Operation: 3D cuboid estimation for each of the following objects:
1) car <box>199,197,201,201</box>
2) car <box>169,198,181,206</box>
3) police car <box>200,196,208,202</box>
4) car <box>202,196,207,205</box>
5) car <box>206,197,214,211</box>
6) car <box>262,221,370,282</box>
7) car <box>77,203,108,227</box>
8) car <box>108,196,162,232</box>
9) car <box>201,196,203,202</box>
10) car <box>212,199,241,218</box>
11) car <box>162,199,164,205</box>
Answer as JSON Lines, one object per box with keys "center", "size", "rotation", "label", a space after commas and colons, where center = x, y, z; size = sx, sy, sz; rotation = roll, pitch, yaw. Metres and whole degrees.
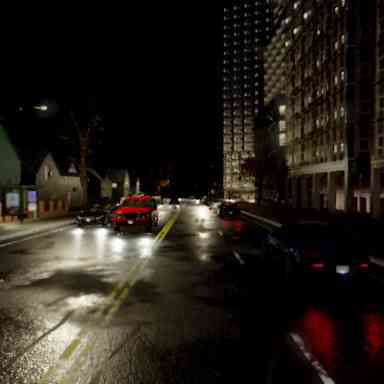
{"center": [3.248, 1.806, 77.687], "size": [1.801, 1.575, 5.366], "rotation": [0, 0, 0], "label": "car"}
{"center": [-3.268, 1.788, 62.353], "size": [1.812, 1.442, 4.674], "rotation": [0, 0, 0], "label": "car"}
{"center": [3.247, 1.840, 88.611], "size": [1.930, 1.638, 5.238], "rotation": [0, 0, 0], "label": "police car"}
{"center": [3.249, 1.777, 55.489], "size": [2.033, 1.411, 5.357], "rotation": [0, 0, 0], "label": "car"}
{"center": [3.249, 1.703, 44.485], "size": [1.812, 1.442, 4.674], "rotation": [0, 0, 0], "label": "car"}
{"center": [3.350, 1.558, 9.697], "size": [1.812, 1.442, 4.674], "rotation": [0, 0, 0], "label": "car"}
{"center": [-6.596, 1.590, 23.574], "size": [1.837, 1.490, 4.892], "rotation": [0, 0, 0], "label": "car"}
{"center": [-3.350, 1.296, 20.839], "size": [2.150, 2.045, 5.566], "rotation": [0, 0, 0], "label": "car"}
{"center": [3.248, 1.791, 66.493], "size": [1.837, 1.490, 4.892], "rotation": [0, 0, 0], "label": "car"}
{"center": [3.349, 1.606, 30.981], "size": [2.128, 1.511, 4.902], "rotation": [0, -1, 0], "label": "car"}
{"center": [-6.517, 1.764, 64.113], "size": [2.128, 1.511, 4.902], "rotation": [0, 0, 1], "label": "car"}
